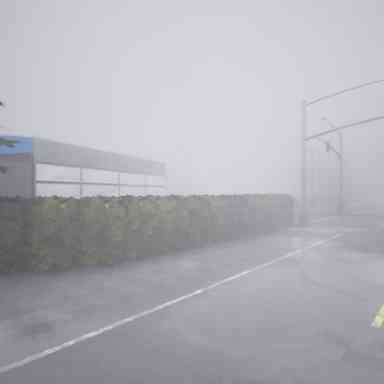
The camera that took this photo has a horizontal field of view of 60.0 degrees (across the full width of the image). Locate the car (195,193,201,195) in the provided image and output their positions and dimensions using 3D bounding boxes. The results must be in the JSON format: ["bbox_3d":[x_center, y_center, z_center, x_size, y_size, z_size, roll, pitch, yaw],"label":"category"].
[{"bbox_3d":[1.722,1.153,86.119,2.152,1.636,5.027,0,0,38],"label":"car"}]

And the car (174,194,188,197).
[{"bbox_3d":[-2.061,1.298,66.121,2.007,1.523,4.514,0,0,38],"label":"car"}]

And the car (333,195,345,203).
[{"bbox_3d":[28.923,1.374,65.249,1.845,1.501,3.633,0,0,38],"label":"car"}]

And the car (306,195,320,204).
[{"bbox_3d":[22.009,1.384,61.231,1.970,1.475,3.806,0,0,38],"label":"car"}]

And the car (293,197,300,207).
[{"bbox_3d":[12.918,1.339,44.716,2.007,1.523,4.514,0,0,38],"label":"car"}]

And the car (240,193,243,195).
[{"bbox_3d":[11.810,1.077,78.250,1.905,1.878,3.866,0,0,38],"label":"car"}]

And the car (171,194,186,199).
[{"bbox_3d":[-3.537,1.232,89.811,1.970,1.475,3.806,0,0,38],"label":"car"}]
